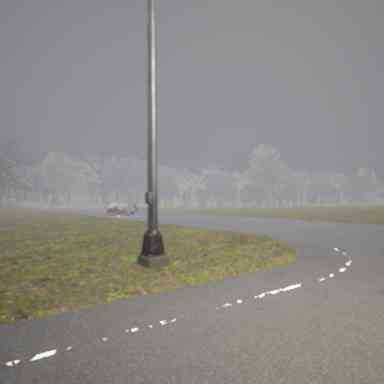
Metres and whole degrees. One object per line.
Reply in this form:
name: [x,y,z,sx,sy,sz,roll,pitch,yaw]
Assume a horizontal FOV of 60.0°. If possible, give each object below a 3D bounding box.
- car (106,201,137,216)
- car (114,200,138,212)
car: [-8.090,1.872,37.277,1.812,1.442,4.674,2,-2,-36]
car: [-10.500,2.182,52.576,2.097,1.767,4.553,2,-2,-36]
